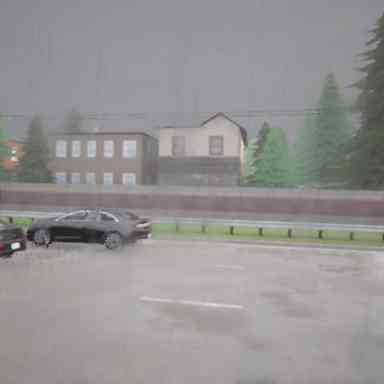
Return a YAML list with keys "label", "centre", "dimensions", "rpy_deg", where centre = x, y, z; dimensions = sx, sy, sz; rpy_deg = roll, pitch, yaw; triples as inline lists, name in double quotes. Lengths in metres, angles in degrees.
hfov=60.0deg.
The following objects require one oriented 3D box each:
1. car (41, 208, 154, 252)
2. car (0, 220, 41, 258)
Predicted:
- label: "car"
  centre: [-3.942, 1.365, 12.941]
  dimensions: [4.902, 1.511, 2.128]
  rpy_deg: [1, 0, 11]
- label: "car"
  centre: [-7.329, 1.326, 10.025]
  dimensions: [4.674, 1.442, 1.812]
  rpy_deg: [1, 0, 11]
